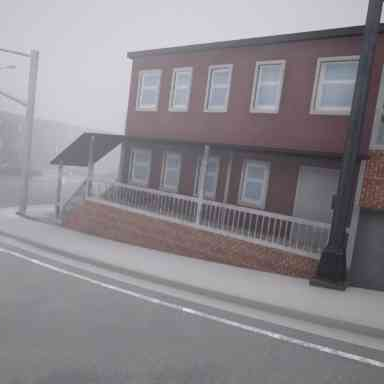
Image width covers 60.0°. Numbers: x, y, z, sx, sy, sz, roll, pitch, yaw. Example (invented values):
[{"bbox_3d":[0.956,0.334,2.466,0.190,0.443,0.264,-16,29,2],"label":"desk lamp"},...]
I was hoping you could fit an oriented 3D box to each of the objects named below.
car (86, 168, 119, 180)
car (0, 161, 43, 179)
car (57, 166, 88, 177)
[{"bbox_3d":[-10.260,-2.147,42.561,2.033,1.411,5.357,11,6,35],"label":"car"},{"bbox_3d":[-17.495,-2.154,32.502,2.033,1.411,5.357,11,6,37],"label":"car"},{"bbox_3d":[-14.648,-2.724,42.371,1.837,1.490,4.892,11,6,35],"label":"car"}]
